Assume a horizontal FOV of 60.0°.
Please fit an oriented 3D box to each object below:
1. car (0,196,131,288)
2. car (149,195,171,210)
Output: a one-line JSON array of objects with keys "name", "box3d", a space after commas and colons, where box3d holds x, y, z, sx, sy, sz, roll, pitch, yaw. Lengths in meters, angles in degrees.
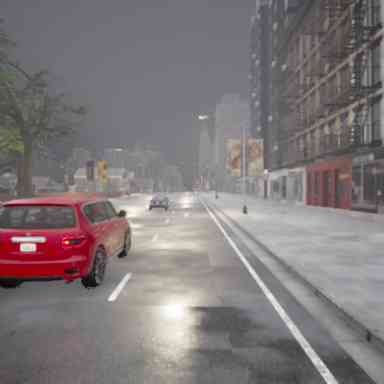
[{"name": "car", "box3d": [-3.161, 1.117, 9.093, 2.150, 2.045, 5.566, 0, 1, 0]}, {"name": "car", "box3d": [-3.194, 1.045, 33.507, 2.033, 1.411, 5.357, 0, 1, 0]}]
